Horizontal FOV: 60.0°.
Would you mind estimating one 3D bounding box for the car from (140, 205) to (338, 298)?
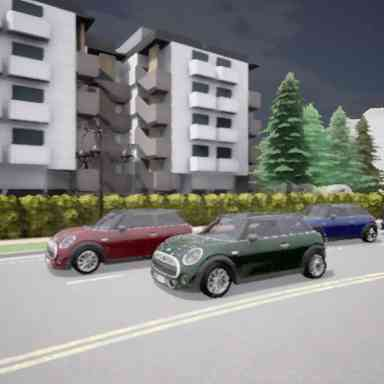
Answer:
[{"bbox_3d":[1.262,1.332,8.535,4.553,1.767,2.097,0,0,-29],"label":"car"}]

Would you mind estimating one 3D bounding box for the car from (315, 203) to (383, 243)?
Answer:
[{"bbox_3d":[5.840,1.310,14.679,4.553,1.767,2.097,0,0,-21],"label":"car"}]

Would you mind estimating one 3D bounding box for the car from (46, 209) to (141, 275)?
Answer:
[{"bbox_3d":[-2.127,1.337,10.534,4.553,1.767,2.097,0,0,-31],"label":"car"}]
